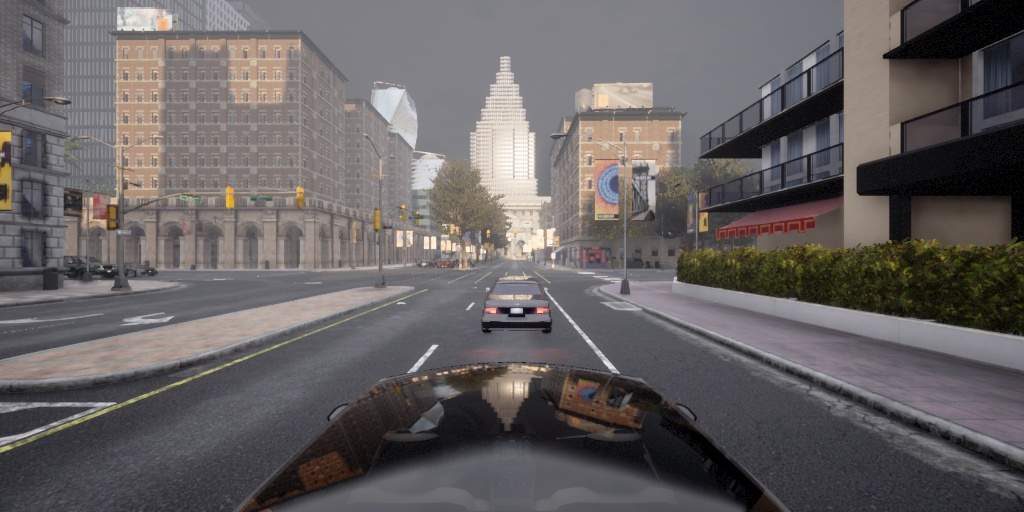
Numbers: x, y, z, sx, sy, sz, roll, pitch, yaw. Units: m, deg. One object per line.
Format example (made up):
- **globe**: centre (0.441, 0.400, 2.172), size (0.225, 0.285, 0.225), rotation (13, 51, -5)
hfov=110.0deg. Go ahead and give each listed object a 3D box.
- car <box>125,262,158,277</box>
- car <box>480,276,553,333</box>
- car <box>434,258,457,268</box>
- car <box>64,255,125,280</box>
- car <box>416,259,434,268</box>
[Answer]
- **car**: centre (-36.838, 1.314, 34.530), size (4.181, 1.385, 1.994), rotation (0, 0, 0)
- **car**: centre (0.143, 1.297, 10.709), size (2.033, 1.411, 5.357), rotation (0, 0, 1)
- **car**: centre (-11.065, 1.102, 59.635), size (2.097, 1.767, 4.553), rotation (0, 0, 1)
- **car**: centre (-37.615, 0.971, 31.029), size (5.566, 2.045, 2.150), rotation (0, 0, 0)
- **car**: centre (-14.535, 1.242, 61.520), size (2.128, 1.511, 4.902), rotation (0, 0, 1)
